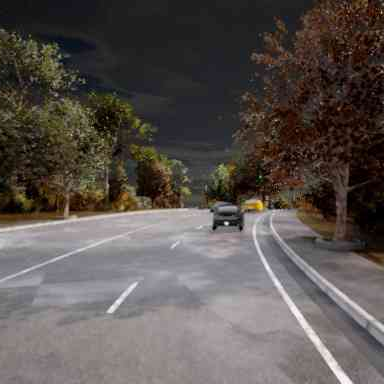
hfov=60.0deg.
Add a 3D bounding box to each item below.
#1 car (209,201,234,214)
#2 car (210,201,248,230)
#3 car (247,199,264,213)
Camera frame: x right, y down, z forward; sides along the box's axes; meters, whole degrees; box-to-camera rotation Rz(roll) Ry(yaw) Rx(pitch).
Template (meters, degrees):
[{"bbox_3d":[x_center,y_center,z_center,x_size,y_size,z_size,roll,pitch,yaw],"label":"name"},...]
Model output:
[{"bbox_3d":[3.483,1.733,38.600,1.994,1.385,4.181,-1,-1,18],"label":"car"},{"bbox_3d":[2.444,1.555,21.453,1.837,1.490,4.892,-1,0,11],"label":"car"},{"bbox_3d":[7.216,1.606,38.726,1.882,1.535,5.008,-1,-1,19],"label":"car"}]
